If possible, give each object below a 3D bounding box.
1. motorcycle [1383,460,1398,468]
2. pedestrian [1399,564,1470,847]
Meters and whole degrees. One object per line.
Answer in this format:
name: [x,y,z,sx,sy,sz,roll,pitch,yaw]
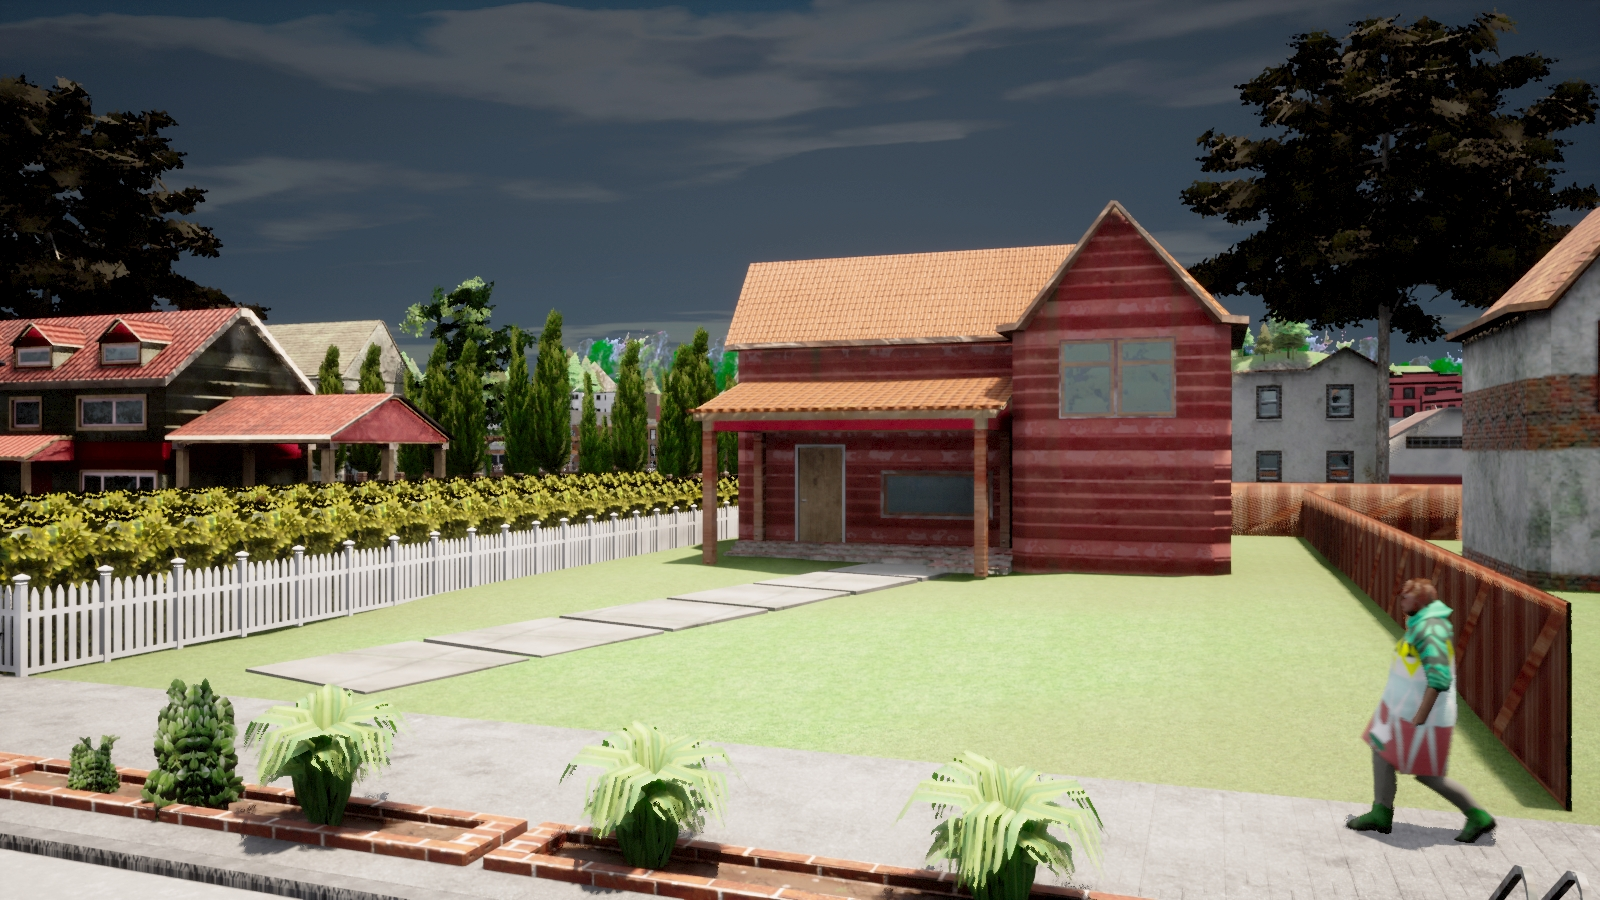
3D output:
motorcycle: [94.305,2.186,182.345,2.033,1.199,0.803,0,0,20]
pedestrian: [4.406,1.744,7.947,0.375,1.860,0.375,0,0,20]
